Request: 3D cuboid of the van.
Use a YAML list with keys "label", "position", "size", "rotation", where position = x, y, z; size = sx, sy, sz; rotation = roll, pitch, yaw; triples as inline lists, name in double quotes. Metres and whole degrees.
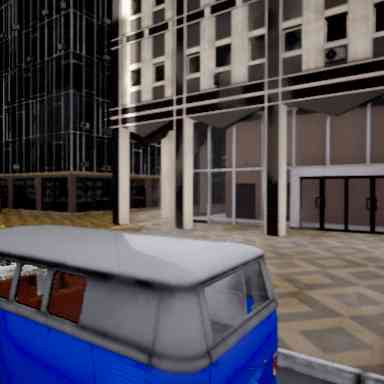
- label: "van"
  position: [-1.098, 1.331, 3.594]
  size: [3.998, 1.788, 1.690]
  rotation: [0, 1, 34]
